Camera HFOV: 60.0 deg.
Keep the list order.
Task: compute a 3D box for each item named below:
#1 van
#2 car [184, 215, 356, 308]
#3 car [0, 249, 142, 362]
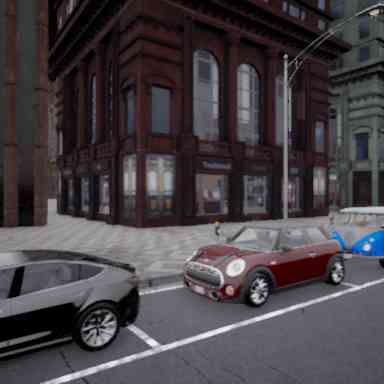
[{"bbox_3d":[6.373,1.390,11.188,3.998,1.788,1.690,0,0,-35],"label":"van"},{"bbox_3d":[1.782,1.465,7.917,4.097,1.590,1.967,0,0,-35],"label":"car"},{"bbox_3d":[-2.809,1.568,4.646,4.313,1.339,1.947,0,0,-35],"label":"car"}]
